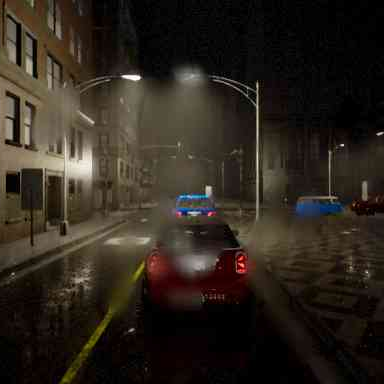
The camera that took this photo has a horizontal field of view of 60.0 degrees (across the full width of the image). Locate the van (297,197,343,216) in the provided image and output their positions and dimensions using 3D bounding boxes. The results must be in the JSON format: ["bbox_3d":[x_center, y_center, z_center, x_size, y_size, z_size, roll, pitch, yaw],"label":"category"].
[{"bbox_3d":[11.757,1.347,30.819,3.998,1.788,1.690,0,0,-1],"label":"van"}]

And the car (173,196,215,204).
[{"bbox_3d":[0.118,1.206,17.932,2.150,2.045,5.566,0,0,0],"label":"car"}]

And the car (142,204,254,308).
[{"bbox_3d":[0.109,1.346,8.075,2.097,1.767,4.553,0,0,0],"label":"car"}]

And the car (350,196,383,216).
[{"bbox_3d":[17.398,1.320,30.899,5.009,1.841,2.192,0,0,-1],"label":"car"}]
